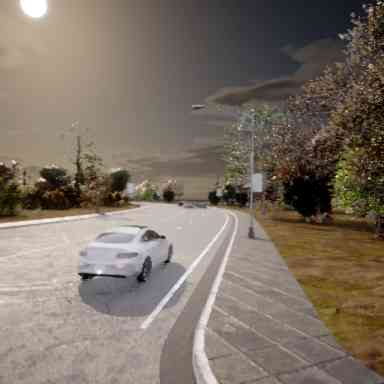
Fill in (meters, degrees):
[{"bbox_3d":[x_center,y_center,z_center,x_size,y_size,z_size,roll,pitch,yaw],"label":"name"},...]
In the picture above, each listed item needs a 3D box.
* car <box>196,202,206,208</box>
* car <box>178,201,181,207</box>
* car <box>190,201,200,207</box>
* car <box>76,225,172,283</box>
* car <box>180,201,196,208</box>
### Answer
[{"bbox_3d":[2.394,3.354,83.853,1.812,1.442,4.674,1,-1,-9],"label":"car"},{"bbox_3d":[-2.679,3.284,92.831,1.882,1.535,5.008,1,-1,-13],"label":"car"},{"bbox_3d":[0.727,3.410,93.634,1.812,1.442,4.674,1,-1,-13],"label":"car"},{"bbox_3d":[-1.903,1.769,10.433,1.812,1.442,4.674,1,-1,9],"label":"car"},{"bbox_3d":[-0.979,3.339,82.739,1.895,1.301,4.718,1,-1,-9],"label":"car"}]
